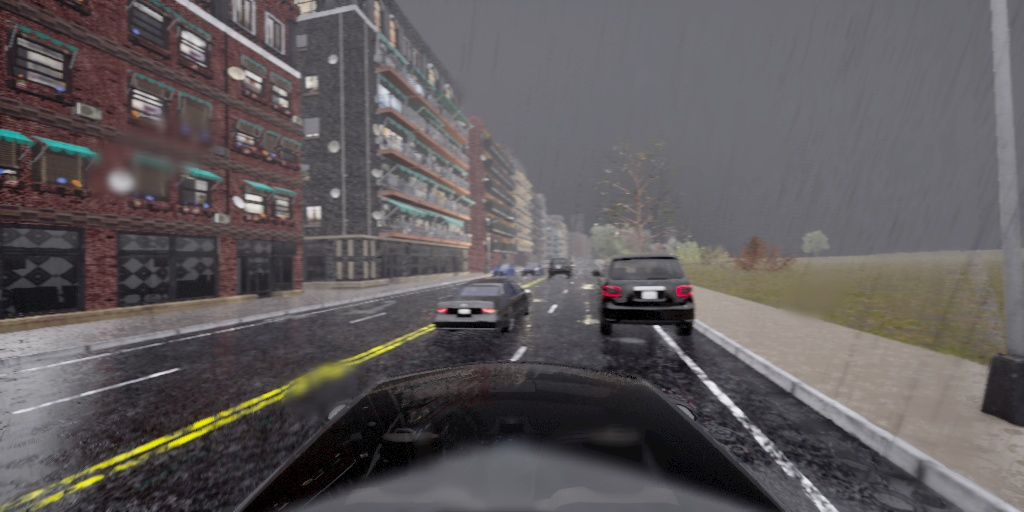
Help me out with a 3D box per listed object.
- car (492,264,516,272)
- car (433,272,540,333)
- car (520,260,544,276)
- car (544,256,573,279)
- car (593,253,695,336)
[{"bbox_3d":[-0.892,1.653,41.044,1.882,1.535,5.008,-2,-1,12],"label":"car"},{"bbox_3d":[-0.620,1.413,11.217,2.033,1.411,5.357,-2,-1,12],"label":"car"},{"bbox_3d":[2.313,1.431,40.505,2.097,1.767,4.553,-2,-1,12],"label":"car"},{"bbox_3d":[4.968,1.186,36.563,2.150,2.045,5.566,-2,0,12],"label":"car"},{"bbox_3d":[3.597,0.963,10.494,2.150,2.045,5.566,-2,-1,12],"label":"car"}]
